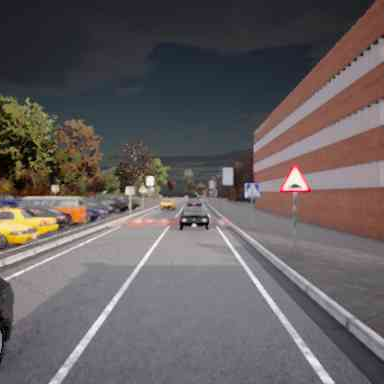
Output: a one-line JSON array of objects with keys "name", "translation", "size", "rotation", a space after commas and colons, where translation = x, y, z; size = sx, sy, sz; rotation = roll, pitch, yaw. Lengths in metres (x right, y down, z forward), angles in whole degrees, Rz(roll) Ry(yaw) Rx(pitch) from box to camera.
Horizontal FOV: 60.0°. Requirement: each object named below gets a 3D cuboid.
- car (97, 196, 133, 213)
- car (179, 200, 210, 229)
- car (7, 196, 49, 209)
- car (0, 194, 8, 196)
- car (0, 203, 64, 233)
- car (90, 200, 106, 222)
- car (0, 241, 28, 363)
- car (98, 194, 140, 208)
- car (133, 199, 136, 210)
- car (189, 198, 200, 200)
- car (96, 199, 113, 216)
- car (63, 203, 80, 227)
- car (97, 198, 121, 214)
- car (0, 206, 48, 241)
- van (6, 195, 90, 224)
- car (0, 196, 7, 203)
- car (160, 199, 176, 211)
[{"name": "car", "translation": [-9.388, 1.543, 36.339], "size": [5.008, 1.535, 2.097], "rotation": [0, 0, 0]}, {"name": "car", "translation": [0.154, 1.601, 22.434], "size": [1.895, 1.301, 4.718], "rotation": [0, 4, 0]}, {"name": "car", "translation": [-21.919, 1.413, 44.712], "size": [4.553, 1.767, 2.185], "rotation": [0, -1, 0]}, {"name": "car", "translation": [-21.943, 1.293, 38.932], "size": [5.566, 2.045, 2.435], "rotation": [0, 0, 0]}, {"name": "car", "translation": [-9.542, 1.505, 16.560], "size": [5.366, 1.575, 1.946], "rotation": [0, 0, 0]}, {"name": "car", "translation": [-9.343, 1.554, 25.037], "size": [4.792, 1.488, 2.163], "rotation": [0, 0, 0]}, {"name": "car", "translation": [-3.347, 1.518, 2.650], "size": [1.837, 1.490, 4.892], "rotation": [0, 0, 0]}, {"name": "car", "translation": [-9.375, 1.295, 41.992], "size": [5.566, 2.045, 2.435], "rotation": [0, 0, 0]}, {"name": "car", "translation": [-9.396, 1.585, 39.167], "size": [4.674, 1.452, 2.002], "rotation": [0, 0, 0]}, {"name": "car", "translation": [0.276, 1.489, 41.200], "size": [2.097, 1.767, 4.553], "rotation": [0, 0, 0]}, {"name": "car", "translation": [-9.380, 1.570, 27.863], "size": [4.674, 1.452, 2.002], "rotation": [0, 0, 0]}, {"name": "car", "translation": [-9.359, 1.554, 19.386], "size": [4.674, 1.452, 2.002], "rotation": [0, 0, 0]}, {"name": "car", "translation": [-9.380, 1.575, 30.689], "size": [4.674, 1.452, 2.002], "rotation": [0, 0, 0]}, {"name": "car", "translation": [-9.165, 1.500, 13.735], "size": [5.366, 1.575, 1.946], "rotation": [0, 0, 0]}, {"name": "van", "translation": [-9.484, 1.293, 22.212], "size": [4.442, 1.987, 1.878], "rotation": [0, 0, 0]}, {"name": "car", "translation": [-21.972, 1.543, 36.231], "size": [4.892, 1.521, 2.231], "rotation": [0, 0, 0]}, {"name": "car", "translation": [-3.141, 1.621, 43.960], "size": [1.882, 1.535, 5.008], "rotation": [0, 0, 1]}]
